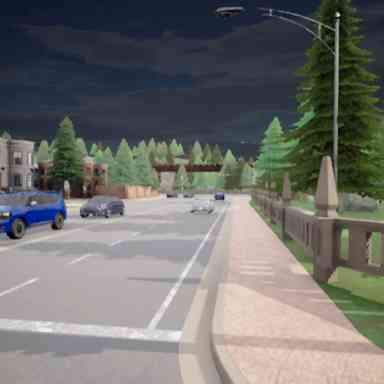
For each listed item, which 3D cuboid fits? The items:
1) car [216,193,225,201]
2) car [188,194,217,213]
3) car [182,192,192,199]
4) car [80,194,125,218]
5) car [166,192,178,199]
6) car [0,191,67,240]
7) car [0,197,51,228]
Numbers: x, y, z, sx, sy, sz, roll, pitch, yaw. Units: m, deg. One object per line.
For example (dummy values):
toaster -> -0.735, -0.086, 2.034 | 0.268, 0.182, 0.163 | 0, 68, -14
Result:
car -> 5.285, 0.856, 63.393 | 1.882, 1.535, 5.008 | 1, 0, 8
car -> 1.102, 1.203, 31.868 | 1.812, 1.442, 4.674 | 1, 0, 8
car -> -0.785, 0.769, 70.864 | 1.994, 1.385, 4.181 | 1, 1, 8
car -> -6.833, 1.012, 25.710 | 2.097, 1.767, 4.553 | 1, 1, 8
car -> -4.254, 0.721, 71.324 | 2.033, 1.411, 5.357 | 1, 1, 8
car -> -8.159, 0.976, 16.028 | 2.150, 2.045, 5.566 | 1, 1, 7
car -> -11.067, 1.170, 20.629 | 2.128, 1.511, 4.902 | 1, 1, 8
